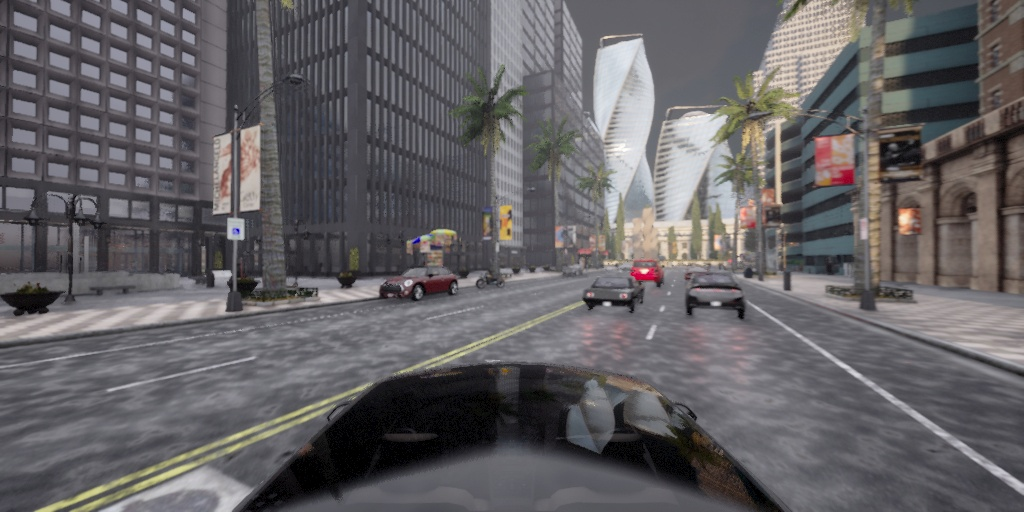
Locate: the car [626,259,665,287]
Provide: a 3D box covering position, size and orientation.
[{"bbox_3d":[10.644,1.275,28.141,2.150,2.045,5.566,0,0,26],"label":"car"}]

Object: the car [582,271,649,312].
[{"bbox_3d":[4.476,1.506,15.220,1.895,1.301,4.718,0,-1,26],"label":"car"}]

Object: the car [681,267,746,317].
[{"bbox_3d":[7.747,1.379,13.941,2.128,1.511,4.902,0,-1,26],"label":"car"}]
